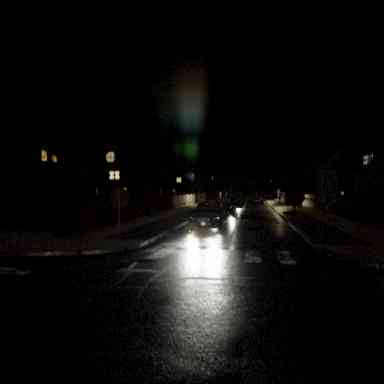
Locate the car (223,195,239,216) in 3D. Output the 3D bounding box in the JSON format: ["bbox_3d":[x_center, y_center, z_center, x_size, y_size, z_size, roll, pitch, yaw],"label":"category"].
[{"bbox_3d":[2.969,1.284,30.147,1.812,1.442,4.674,0,0,11],"label":"car"}]

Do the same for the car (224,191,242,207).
[{"bbox_3d":[5.360,0.869,43.294,2.150,2.045,5.566,0,0,11],"label":"car"}]

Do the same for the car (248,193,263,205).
[{"bbox_3d":[9.251,1.149,48.288,1.994,1.385,4.181,0,0,9],"label":"car"}]

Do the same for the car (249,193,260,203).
[{"bbox_3d":[10.914,0.978,58.112,1.882,1.535,5.008,0,0,10],"label":"car"}]

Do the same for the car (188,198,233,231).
[{"bbox_3d":[1.023,1.339,19.418,2.128,1.511,4.902,0,0,11],"label":"car"}]
